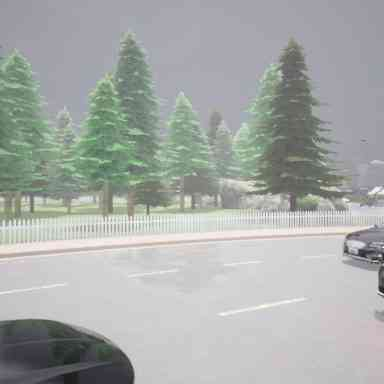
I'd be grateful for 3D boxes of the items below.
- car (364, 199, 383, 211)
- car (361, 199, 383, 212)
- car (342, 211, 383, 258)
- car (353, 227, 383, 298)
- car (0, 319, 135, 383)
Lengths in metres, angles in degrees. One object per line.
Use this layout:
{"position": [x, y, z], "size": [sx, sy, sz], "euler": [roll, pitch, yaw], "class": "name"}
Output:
{"position": [19.910, 1.619, 36.072], "size": [1.994, 1.385, 4.181], "euler": [0, 0, -3], "class": "car"}
{"position": [23.111, 1.581, 41.123], "size": [1.812, 1.442, 4.674], "euler": [0, 0, -3], "class": "car"}
{"position": [7.198, 1.491, 10.559], "size": [4.902, 1.511, 2.128], "euler": [0, 0, -14], "class": "car"}
{"position": [5.680, 1.492, 6.134], "size": [4.902, 1.511, 2.128], "euler": [0, 0, -23], "class": "car"}
{"position": [-2.678, 1.478, 1.653], "size": [5.008, 1.535, 1.882], "euler": [0, 0, -36], "class": "car"}
